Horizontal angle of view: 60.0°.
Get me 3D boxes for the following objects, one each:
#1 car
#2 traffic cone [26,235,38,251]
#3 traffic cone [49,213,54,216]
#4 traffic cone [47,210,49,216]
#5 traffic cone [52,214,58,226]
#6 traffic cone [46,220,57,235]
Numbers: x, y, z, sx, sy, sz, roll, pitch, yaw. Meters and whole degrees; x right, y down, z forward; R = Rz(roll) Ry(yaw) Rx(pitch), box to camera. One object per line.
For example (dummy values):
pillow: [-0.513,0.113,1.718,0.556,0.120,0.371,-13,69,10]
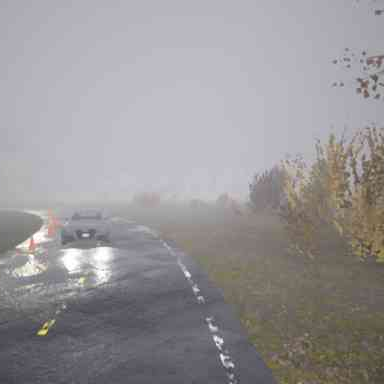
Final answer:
car: [-4.823,1.556,15.357,1.994,1.385,4.181,0,0,-16]
traffic cone: [-6.191,1.941,12.872,0.340,0.580,0.340,0,0,-13]
traffic cone: [-11.011,1.951,26.470,0.340,0.580,0.340,0,0,-26]
traffic cone: [-13.267,1.960,30.729,0.340,0.580,0.340,0,0,-30]
traffic cone: [-9.073,1.944,22.060,0.340,0.580,0.340,0,0,-22]
traffic cone: [-7.463,1.941,17.519,0.340,0.580,0.340,0,0,-17]
